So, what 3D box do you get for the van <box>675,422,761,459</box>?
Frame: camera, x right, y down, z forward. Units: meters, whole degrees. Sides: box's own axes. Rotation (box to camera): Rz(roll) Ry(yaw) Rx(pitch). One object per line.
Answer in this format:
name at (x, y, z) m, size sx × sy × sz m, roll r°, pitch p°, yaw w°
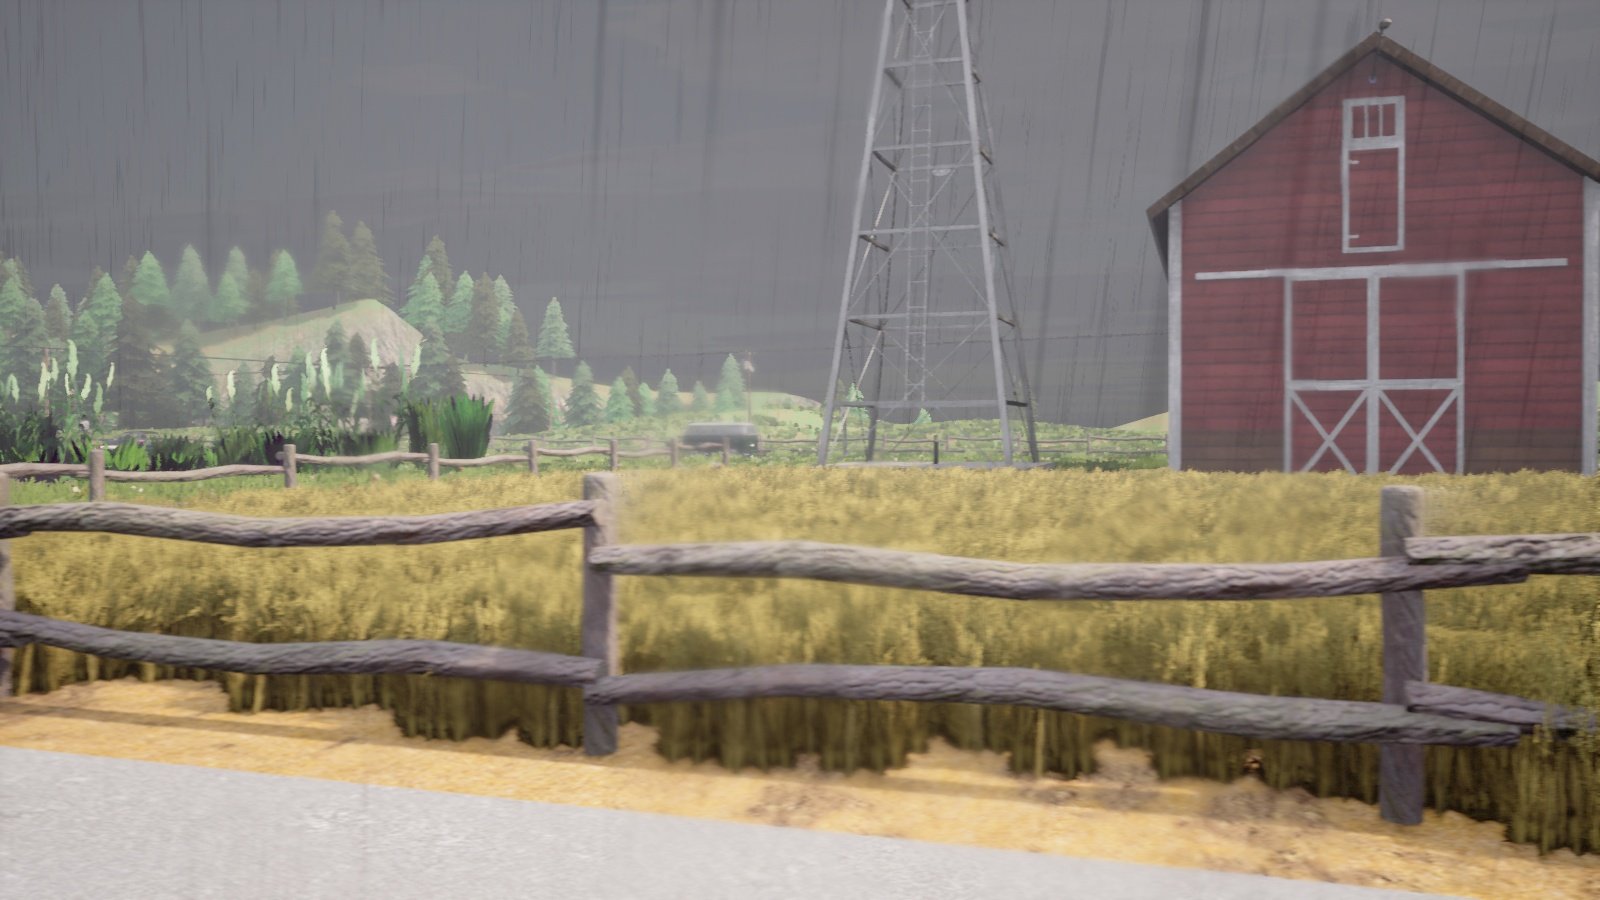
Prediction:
van at (-4.576, -0.561, 70.108) m, size 4.442 × 1.987 × 1.775 m, roll 1°, pitch 1°, yaw 24°
